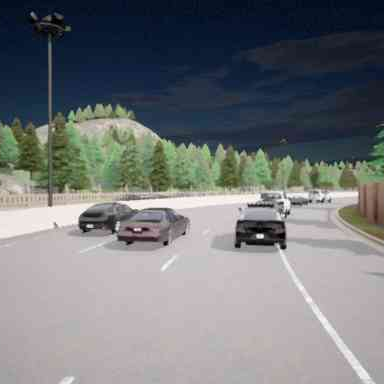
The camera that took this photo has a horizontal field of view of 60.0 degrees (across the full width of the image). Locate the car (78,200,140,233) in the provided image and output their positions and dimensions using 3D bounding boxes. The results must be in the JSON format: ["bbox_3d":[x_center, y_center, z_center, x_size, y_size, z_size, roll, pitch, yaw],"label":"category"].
[{"bbox_3d":[-4.231,1.320,17.957,1.837,1.490,4.892,0,1,13],"label":"car"}]

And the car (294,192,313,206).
[{"bbox_3d":[14.054,1.123,44.015,1.994,1.385,4.181,0,1,34],"label":"car"}]

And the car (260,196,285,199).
[{"bbox_3d":[5.028,1.282,22.216,1.837,1.490,4.892,0,1,17],"label":"car"}]

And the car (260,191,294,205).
[{"bbox_3d":[6.750,0.951,27.162,2.150,2.045,5.566,0,1,21],"label":"car"}]

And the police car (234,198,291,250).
[{"bbox_3d":[2.860,1.284,13.925,1.930,1.638,5.238,0,1,12],"label":"police car"}]

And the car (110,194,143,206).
[{"bbox_3d":[-8.949,1.037,45.831,1.837,1.490,4.892,0,1,27],"label":"car"}]

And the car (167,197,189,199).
[{"bbox_3d":[-1.699,0.900,44.578,2.097,1.767,4.553,0,1,29],"label":"car"}]

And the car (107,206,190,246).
[{"bbox_3d":[-1.472,1.398,14.606,2.033,1.411,5.357,0,1,12],"label":"car"}]

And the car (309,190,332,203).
[{"bbox_3d":[20.177,0.697,52.575,2.150,2.045,5.566,1,1,41],"label":"car"}]
